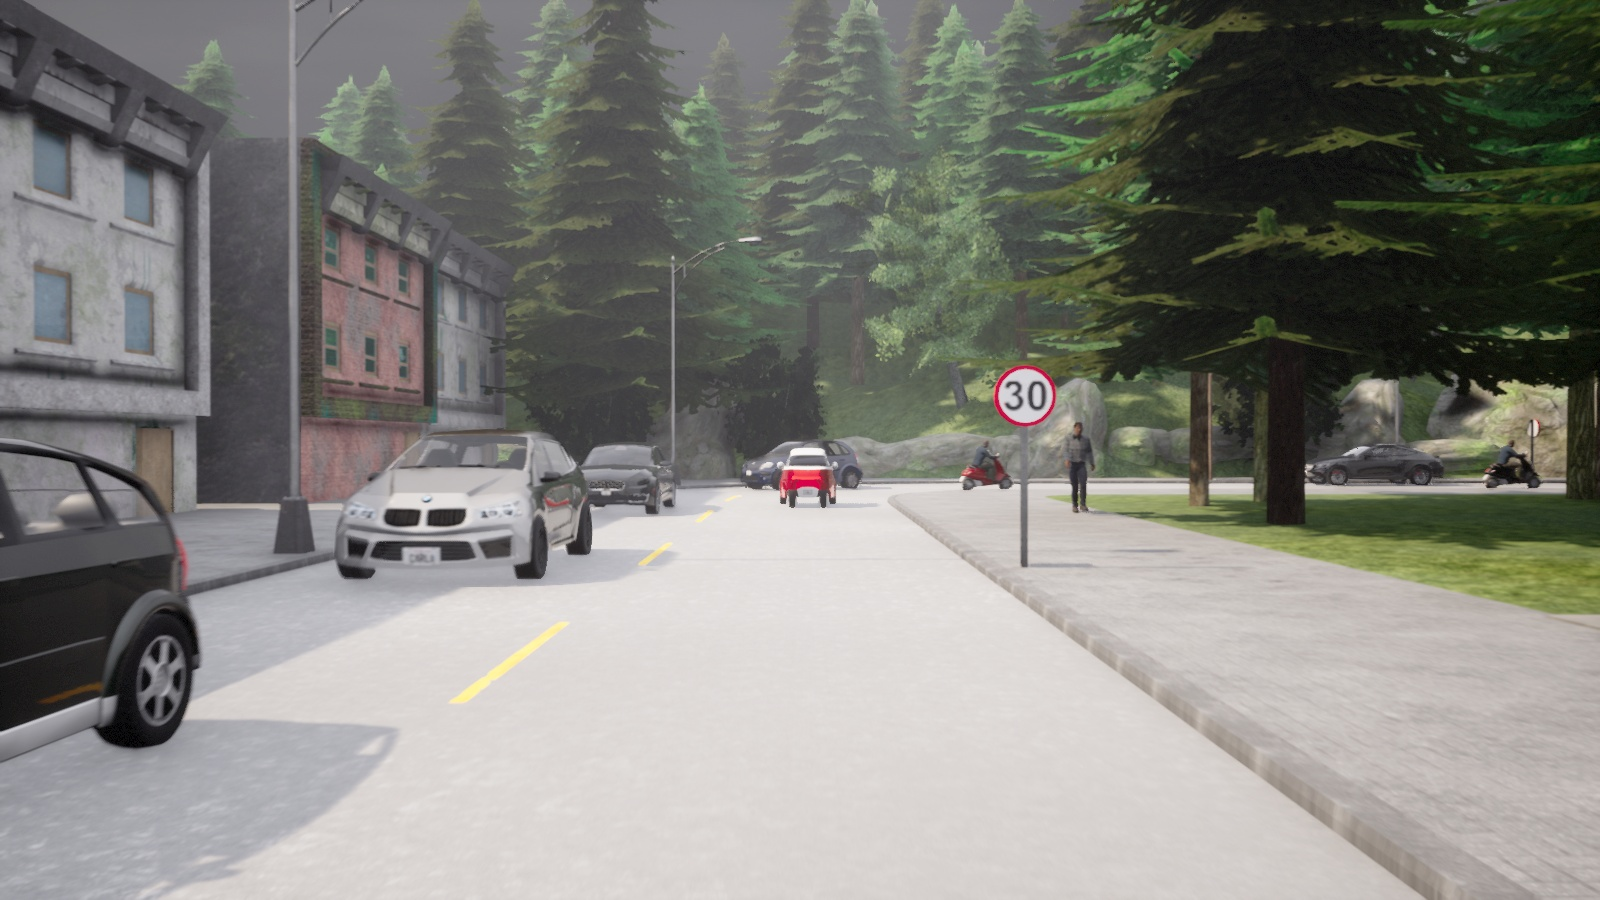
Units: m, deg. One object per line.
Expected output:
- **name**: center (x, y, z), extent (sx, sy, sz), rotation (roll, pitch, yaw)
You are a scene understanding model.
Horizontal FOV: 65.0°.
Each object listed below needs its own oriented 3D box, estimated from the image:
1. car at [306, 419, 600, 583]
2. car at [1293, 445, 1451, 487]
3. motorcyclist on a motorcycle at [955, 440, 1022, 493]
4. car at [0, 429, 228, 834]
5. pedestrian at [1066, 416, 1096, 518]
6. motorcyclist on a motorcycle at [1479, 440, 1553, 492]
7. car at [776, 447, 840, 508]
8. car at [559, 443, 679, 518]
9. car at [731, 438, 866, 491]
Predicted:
- **car**: center (-3.899, 0.502, 15.099), extent (2.242, 1.667, 4.611), rotation (0, 0, 0)
- **car**: center (19.786, 0.543, 43.557), extent (4.674, 1.442, 1.812), rotation (0, 0, 0)
- **motorcyclist on a motorcycle**: center (5.814, 0.487, 38.772), extent (1.817, 1.590, 0.866), rotation (0, 2, -21)
- **car**: center (-3.956, 0.695, 4.844), extent (1.789, 1.549, 3.705), rotation (0, 0, 0)
- **pedestrian**: center (5.460, 0.323, 24.434), extent (0.423, 1.949, 0.788), rotation (0, 0, 3)
- **motorcyclist on a motorcycle**: center (22.541, 0.495, 39.556), extent (1.817, 1.590, 0.866), rotation (0, 0, 0)
- **car**: center (0.189, 0.631, 30.159), extent (1.481, 1.376, 2.207), rotation (0, 1, 0)
- **car**: center (-3.847, 0.594, 27.430), extent (1.837, 1.490, 4.892), rotation (0, 0, 1)
- **car**: center (-0.034, 0.420, 40.211), extent (3.988, 1.617, 1.851), rotation (0, 0, -36)
